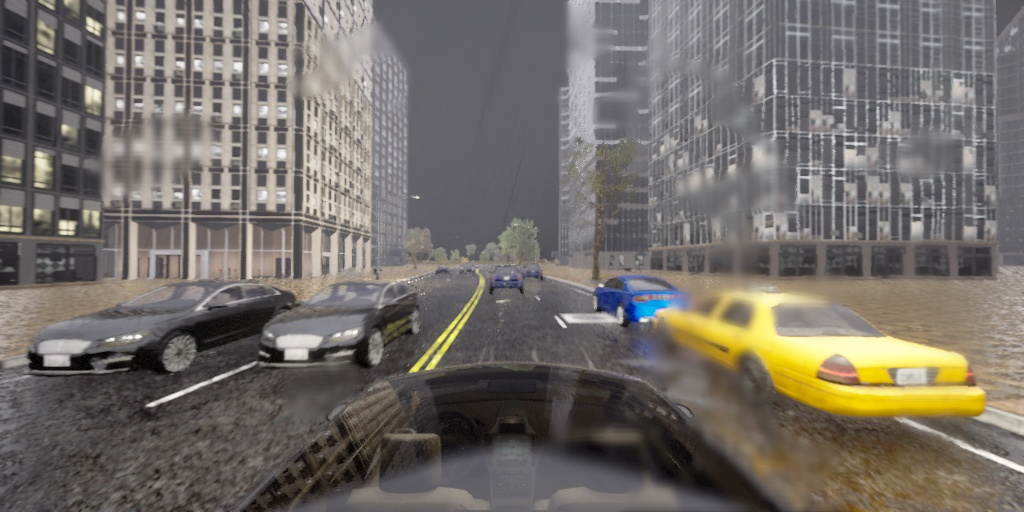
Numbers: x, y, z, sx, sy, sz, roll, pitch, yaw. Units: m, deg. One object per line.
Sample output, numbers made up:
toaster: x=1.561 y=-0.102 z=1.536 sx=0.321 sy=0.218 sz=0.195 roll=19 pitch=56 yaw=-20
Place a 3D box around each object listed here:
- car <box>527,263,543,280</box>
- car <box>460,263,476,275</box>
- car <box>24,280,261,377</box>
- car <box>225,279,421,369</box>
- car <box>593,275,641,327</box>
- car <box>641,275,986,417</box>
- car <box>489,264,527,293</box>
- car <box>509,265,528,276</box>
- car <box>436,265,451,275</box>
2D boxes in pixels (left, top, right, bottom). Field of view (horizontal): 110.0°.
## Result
car: x=1.892 y=1.551 z=37.024 sx=2.097 sy=1.767 sz=4.553 roll=0 pitch=-1 yaw=-5
car: x=-6.072 y=1.680 z=49.190 sx=2.097 sy=1.767 sz=4.553 roll=0 pitch=-1 yaw=-7
car: x=-6.655 y=1.289 z=7.677 sx=2.128 sy=1.511 sz=4.902 roll=0 pitch=-1 yaw=-1
car: x=-3.409 y=1.306 z=8.075 sx=2.128 sy=1.511 sz=4.902 roll=0 pitch=-1 yaw=-1
car: x=4.150 y=1.373 z=12.257 sx=1.882 sy=1.535 sz=5.008 roll=0 pitch=-1 yaw=-1
car: x=4.225 y=1.279 z=6.354 sx=1.801 sy=1.575 sz=5.366 roll=0 pitch=-1 yaw=0
car: x=-0.424 y=1.369 z=23.436 sx=2.097 sy=1.767 sz=4.553 roll=0 pitch=-1 yaw=-3
car: x=0.856 y=1.895 z=47.481 sx=1.994 sy=1.385 sz=4.181 roll=0 pitch=-1 yaw=-7
car: x=-9.300 y=1.913 z=48.869 sx=1.895 sy=1.301 sz=4.718 roll=0 pitch=-1 yaw=-7
